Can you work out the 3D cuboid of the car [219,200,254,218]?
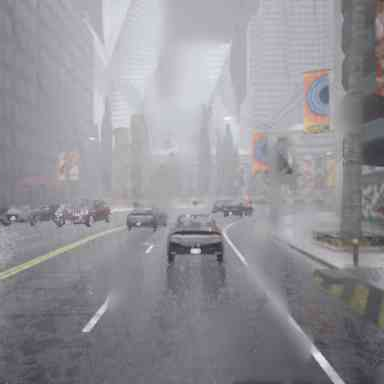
[{"bbox_3d":[4.731,1.738,33.012,1.837,1.490,4.892,-1,-1,28],"label":"car"}]

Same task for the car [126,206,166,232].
[{"bbox_3d":[-2.757,1.644,21.580,2.128,1.511,4.902,0,0,7],"label":"car"}]

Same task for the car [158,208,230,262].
[{"bbox_3d":[0.131,1.580,12.432,2.128,1.511,4.902,0,0,0],"label":"car"}]

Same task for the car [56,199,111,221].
[{"bbox_3d":[-6.718,1.158,20.956,2.097,1.767,4.553,0,0,6],"label":"car"}]

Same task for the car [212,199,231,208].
[{"bbox_3d":[4.236,1.624,38.488,2.097,1.767,4.553,0,0,35],"label":"car"}]

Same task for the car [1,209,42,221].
[{"bbox_3d":[-10.199,1.358,21.320,1.994,1.385,4.181,0,0,6],"label":"car"}]
